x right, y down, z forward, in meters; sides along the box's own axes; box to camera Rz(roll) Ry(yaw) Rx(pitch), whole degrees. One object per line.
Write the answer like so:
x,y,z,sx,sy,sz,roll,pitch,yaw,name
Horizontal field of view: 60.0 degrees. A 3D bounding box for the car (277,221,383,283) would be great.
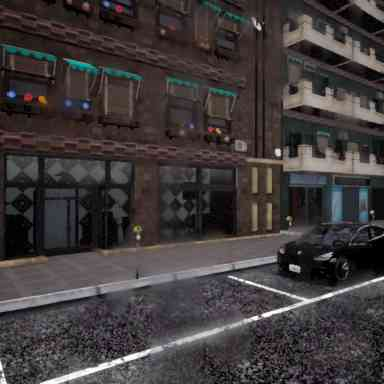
4.378,1.566,9.698,4.313,1.339,1.947,0,0,-36,car
